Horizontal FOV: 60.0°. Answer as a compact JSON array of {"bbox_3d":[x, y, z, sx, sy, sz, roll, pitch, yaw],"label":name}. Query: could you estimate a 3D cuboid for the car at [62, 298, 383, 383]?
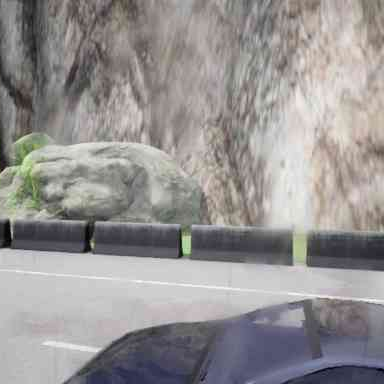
[{"bbox_3d":[0.954,1.564,2.329,4.181,1.385,1.994,0,0,16],"label":"car"}]
